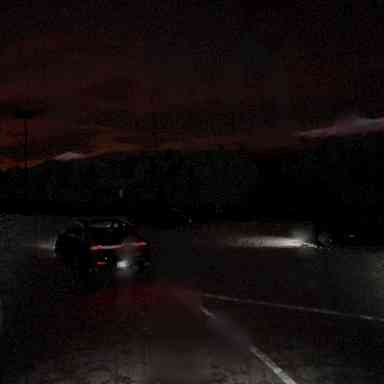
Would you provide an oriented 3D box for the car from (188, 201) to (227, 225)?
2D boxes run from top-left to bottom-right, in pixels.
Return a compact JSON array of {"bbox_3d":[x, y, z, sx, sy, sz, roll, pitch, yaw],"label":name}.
[{"bbox_3d":[0.266,1.483,25.034,4.553,1.767,2.097,-1,0,26],"label":"car"}]

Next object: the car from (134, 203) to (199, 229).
[{"bbox_3d":[-2.173,1.662,22.317,4.674,1.442,1.812,-1,0,26],"label":"car"}]

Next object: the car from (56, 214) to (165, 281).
[{"bbox_3d":[-2.928,1.572,10.279,2.128,1.511,4.902,0,0,-30],"label":"car"}]

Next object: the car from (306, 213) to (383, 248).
[{"bbox_3d":[6.991,1.582,13.958,4.181,1.385,1.994,-1,0,26],"label":"car"}]
